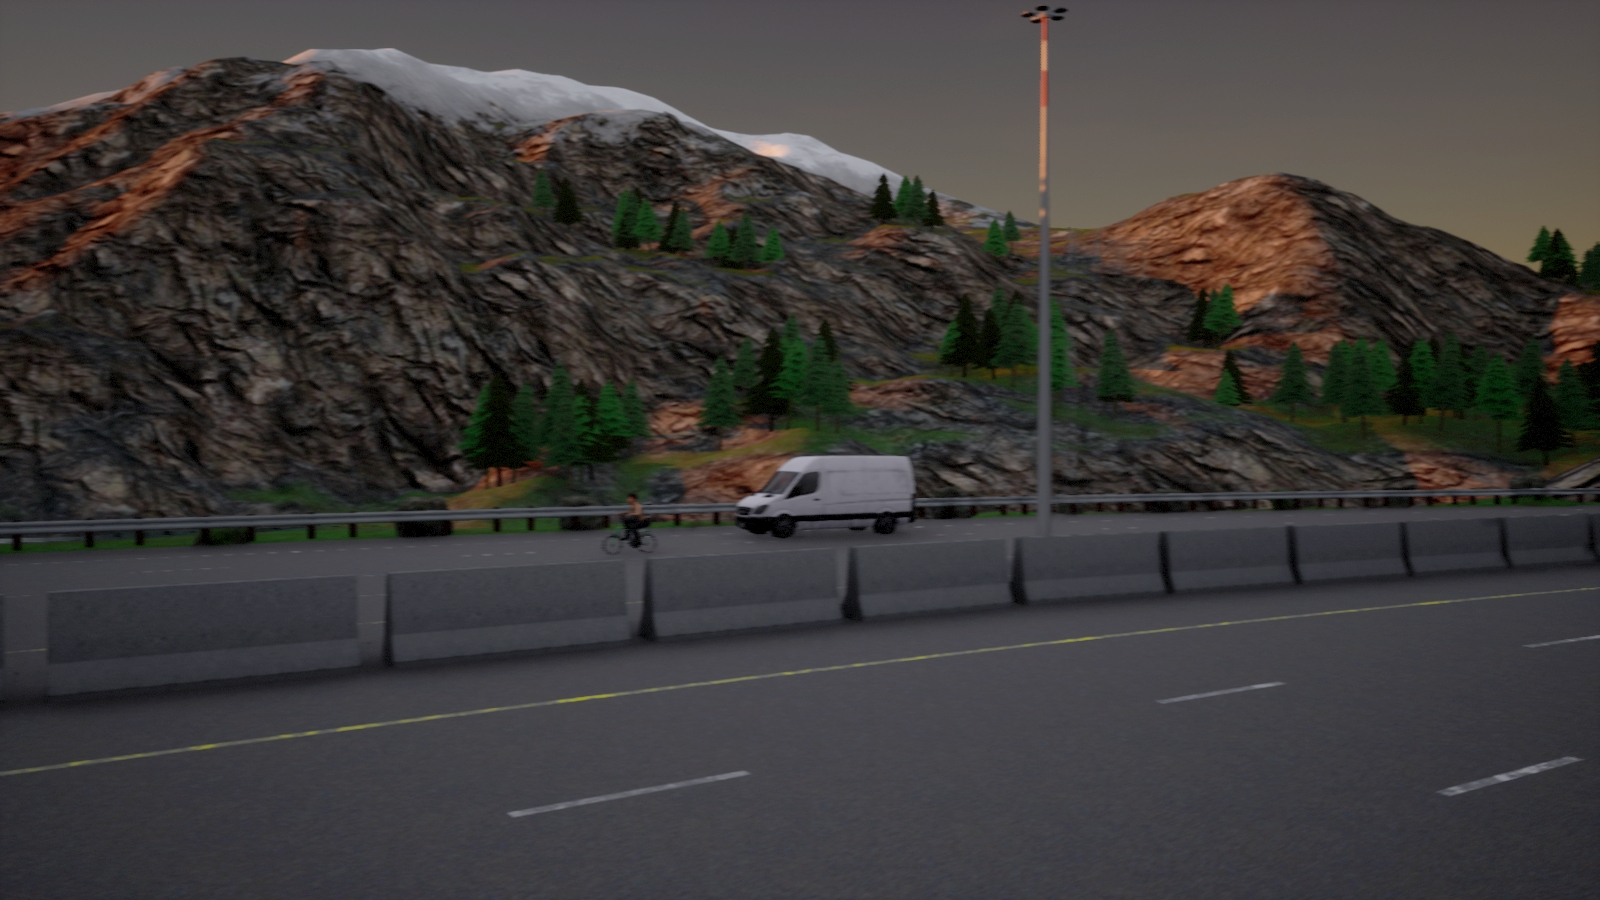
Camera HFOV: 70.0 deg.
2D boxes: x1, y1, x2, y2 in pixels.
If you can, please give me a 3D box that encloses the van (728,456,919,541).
[{"bbox_3d":[0.789,1.468,36.791,5.915,2.561,1.988,0,0,-27],"label":"van"}]
